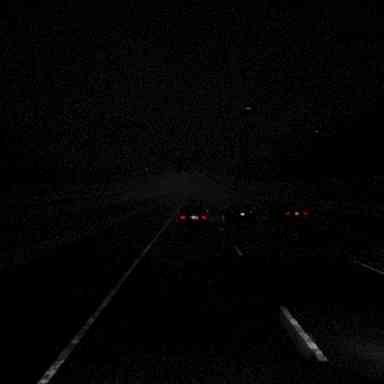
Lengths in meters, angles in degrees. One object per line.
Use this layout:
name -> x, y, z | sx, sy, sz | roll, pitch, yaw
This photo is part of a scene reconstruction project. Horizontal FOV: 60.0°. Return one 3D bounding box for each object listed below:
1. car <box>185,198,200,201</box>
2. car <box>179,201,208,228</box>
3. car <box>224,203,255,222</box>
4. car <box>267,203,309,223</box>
car -> 0.082, 1.479, 41.443 | 1.994, 1.385, 4.181 | 0, 0, 0
car -> 0.092, 1.522, 21.858 | 2.033, 1.411, 5.357 | 0, 0, 0
car -> 3.589, 1.536, 25.647 | 1.994, 1.385, 4.181 | 0, 0, 0
car -> 7.089, 1.520, 24.975 | 2.033, 1.411, 5.357 | 0, 0, 0
